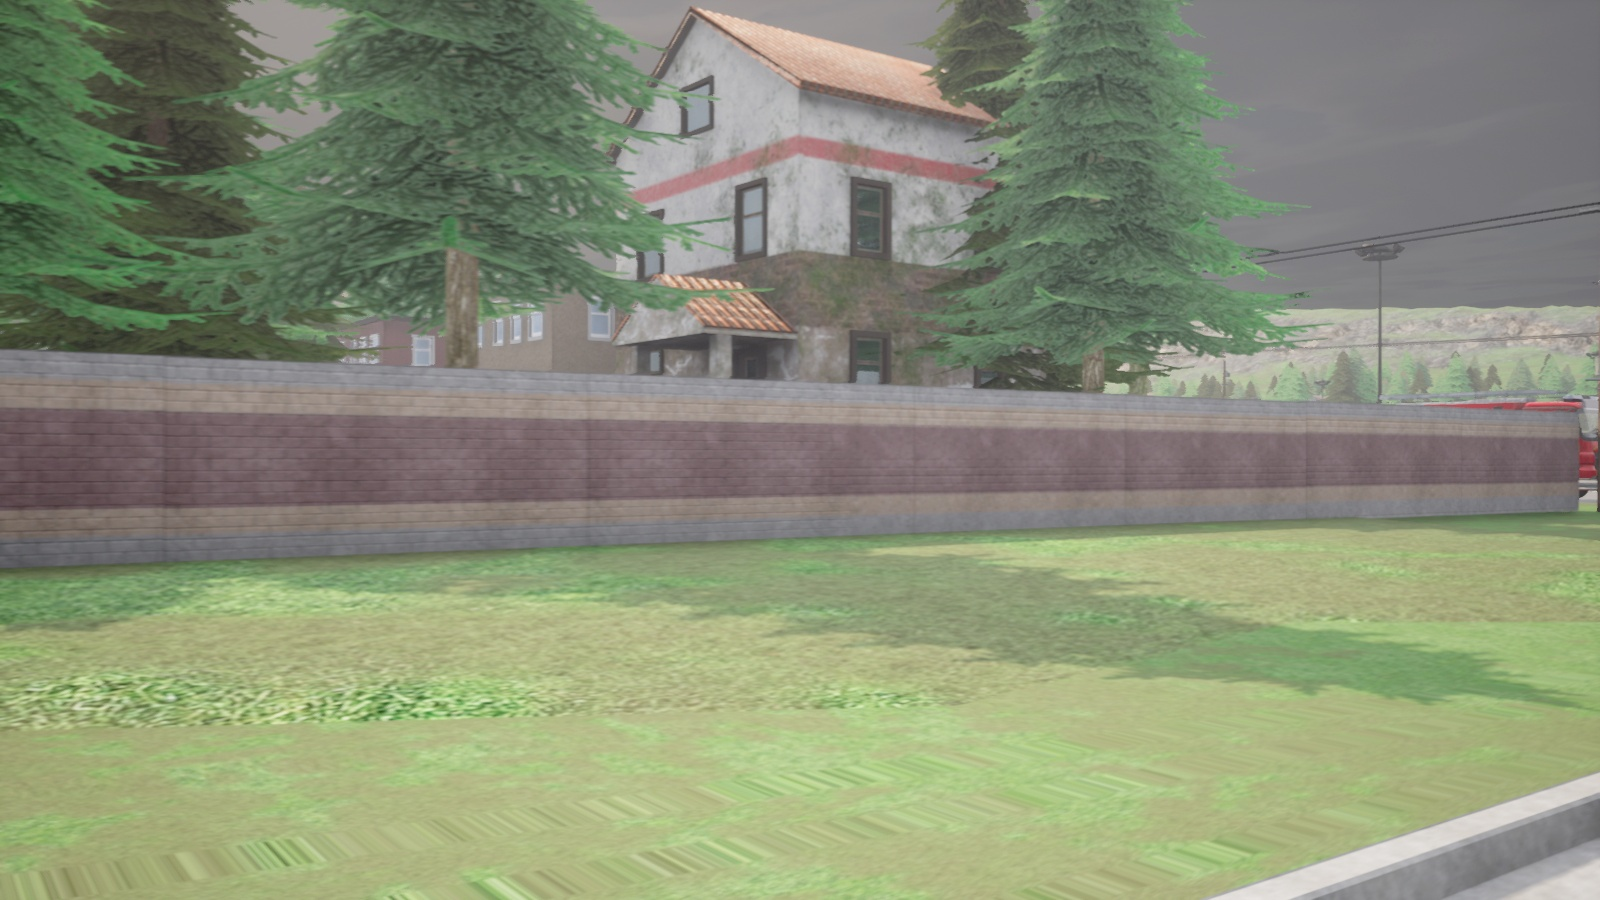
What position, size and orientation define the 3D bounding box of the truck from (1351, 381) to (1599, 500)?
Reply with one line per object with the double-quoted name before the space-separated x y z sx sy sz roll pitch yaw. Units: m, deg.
"truck" 24.464 -0.288 44.822 2.891 3.827 8.468 0 0 -37
